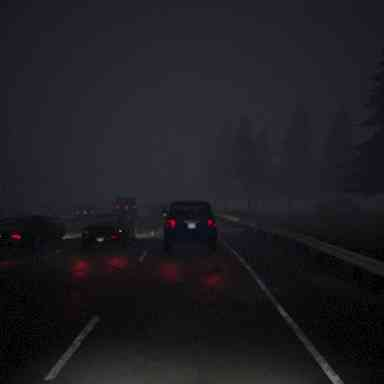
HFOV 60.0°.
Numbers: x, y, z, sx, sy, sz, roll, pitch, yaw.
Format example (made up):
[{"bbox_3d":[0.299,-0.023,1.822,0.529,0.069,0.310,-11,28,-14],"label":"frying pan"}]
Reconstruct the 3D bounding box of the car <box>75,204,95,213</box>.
[{"bbox_3d":[-9.852,1.840,31.018,2.033,1.411,5.357,0,-1,-15],"label":"car"}]

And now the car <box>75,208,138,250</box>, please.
[{"bbox_3d":[-3.704,1.669,15.118,1.812,1.442,4.674,0,0,-4],"label":"car"}]

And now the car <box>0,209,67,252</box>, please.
[{"bbox_3d":[-7.158,1.685,14.500,2.033,1.411,5.357,0,-1,-4],"label":"car"}]

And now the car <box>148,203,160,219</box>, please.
[{"bbox_3d":[-3.180,1.820,33.121,1.837,1.490,4.892,0,0,-16],"label":"car"}]

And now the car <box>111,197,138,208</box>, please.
[{"bbox_3d":[-6.481,1.518,31.963,2.150,2.045,5.566,0,0,-15],"label":"car"}]

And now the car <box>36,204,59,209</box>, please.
[{"bbox_3d":[-13.346,1.813,30.482,1.812,1.442,4.674,0,0,-16],"label":"car"}]

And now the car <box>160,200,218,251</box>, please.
[{"bbox_3d":[-0.173,1.358,14.958,2.150,2.045,5.566,0,0,-4],"label":"car"}]
